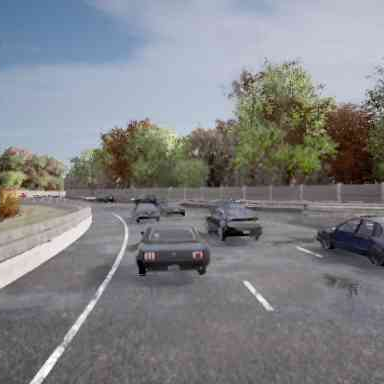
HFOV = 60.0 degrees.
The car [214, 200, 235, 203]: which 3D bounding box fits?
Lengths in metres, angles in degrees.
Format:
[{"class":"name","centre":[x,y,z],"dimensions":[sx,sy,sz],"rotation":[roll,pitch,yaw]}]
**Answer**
[{"class":"car","centre":[3.385,1.603,27.172],"dimensions":[2.033,1.411,5.357],"rotation":[0,0,-14]}]

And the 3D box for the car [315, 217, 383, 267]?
[{"class":"car","centre":[6.296,1.558,11.426],"dimensions":[2.033,1.411,5.357],"rotation":[0,0,-6]}]

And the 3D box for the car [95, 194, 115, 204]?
[{"class":"car","centre":[-18.410,1.442,70.365],"dimensions":[2.150,2.045,5.566],"rotation":[0,0,-40]}]

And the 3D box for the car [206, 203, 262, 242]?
[{"class":"car","centre":[1.944,1.527,16.708],"dimensions":[2.128,1.511,4.902],"rotation":[0,0,-10]}]

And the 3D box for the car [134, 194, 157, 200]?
[{"class":"car","centre":[-7.625,1.290,54.463],"dimensions":[2.150,2.045,5.566],"rotation":[0,0,-31]}]

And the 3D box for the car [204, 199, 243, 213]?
[{"class":"car","centre":[3.548,1.586,38.174],"dimensions":[1.994,1.385,4.181],"rotation":[0,0,-41]}]

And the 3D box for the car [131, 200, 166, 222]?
[{"class":"car","centre":[-3.836,1.625,27.145],"dimensions":[2.033,1.411,5.357],"rotation":[0,0,-16]}]

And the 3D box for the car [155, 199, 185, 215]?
[{"class":"car","centre":[-2.107,1.652,33.243],"dimensions":[1.994,1.385,4.181],"rotation":[0,0,-18]}]

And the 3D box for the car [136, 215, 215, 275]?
[{"class":"car","centre":[-0.689,1.629,10.559],"dimensions":[1.895,1.301,4.718],"rotation":[0,0,-6]}]
